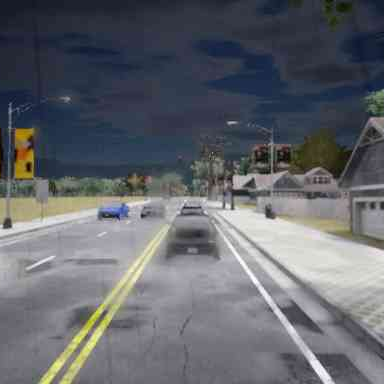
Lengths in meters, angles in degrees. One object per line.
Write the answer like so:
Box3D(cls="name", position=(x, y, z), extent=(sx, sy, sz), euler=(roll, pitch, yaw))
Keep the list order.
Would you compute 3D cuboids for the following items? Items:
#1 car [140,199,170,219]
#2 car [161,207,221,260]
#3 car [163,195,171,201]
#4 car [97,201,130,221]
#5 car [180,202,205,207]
Box3D(cls="car", position=(-3.313, 1.624, 29.186), extent=(1.994, 1.385, 4.181), euler=(0, 0, 0))
Box3D(cls="car", position=(0.039, 1.539, 12.620), extent=(1.837, 1.490, 4.892), euler=(0, 0, 1))
Box3D(cls="car", position=(-6.543, 1.573, 87.715), extent=(2.033, 1.411, 5.357), euler=(0, 0, 0))
Box3D(cls="car", position=(-6.570, 1.535, 28.217), extent=(1.882, 1.535, 5.008), euler=(0, 0, 0))
Box3D(cls="car", position=(0.031, 1.548, 27.584), extent=(2.128, 1.511, 4.902), euler=(0, 0, 0))
